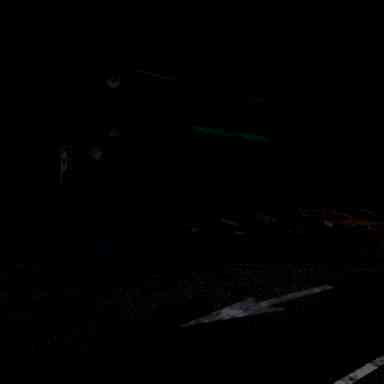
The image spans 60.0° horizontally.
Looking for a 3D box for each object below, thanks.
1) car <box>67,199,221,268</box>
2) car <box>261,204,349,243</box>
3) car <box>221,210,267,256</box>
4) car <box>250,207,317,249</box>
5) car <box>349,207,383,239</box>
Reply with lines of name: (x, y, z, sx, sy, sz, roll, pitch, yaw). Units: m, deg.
car: (-2.119, 1.282, 11.643, 5.566, 2.045, 2.435, -1, -1, 35)
car: (5.117, 1.491, 16.796, 4.553, 1.767, 2.185, -1, -2, 35)
car: (0.319, 1.601, 13.344, 4.674, 1.452, 2.002, -1, -1, 35)
car: (2.727, 1.590, 15.063, 4.892, 1.521, 2.231, -1, -1, 35)
car: (7.708, 1.640, 18.391, 5.366, 1.575, 1.946, -1, -1, 35)
